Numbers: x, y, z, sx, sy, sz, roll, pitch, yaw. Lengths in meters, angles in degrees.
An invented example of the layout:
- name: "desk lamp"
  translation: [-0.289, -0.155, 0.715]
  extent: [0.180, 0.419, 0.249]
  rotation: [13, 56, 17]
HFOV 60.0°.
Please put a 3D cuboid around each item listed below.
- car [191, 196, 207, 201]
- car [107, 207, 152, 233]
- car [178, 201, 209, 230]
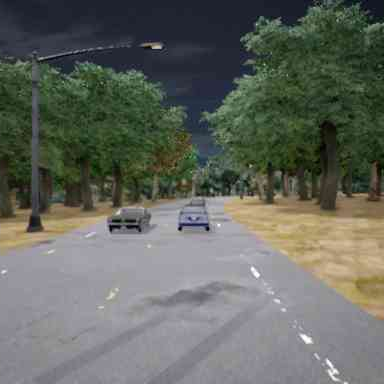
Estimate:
- name: "car"
  translation: [0.888, 1.306, 42.706]
  extent: [2.128, 1.511, 4.902]
  rotation: [0, 0, 4]
- name: "car"
  translation: [-3.566, 1.545, 19.569]
  extent: [1.895, 1.301, 4.718]
  rotation: [0, 0, 0]
- name: "car"
  translation: [0.107, 1.488, 20.629]
  extent: [2.033, 1.411, 5.357]
  rotation: [0, 0, 0]
